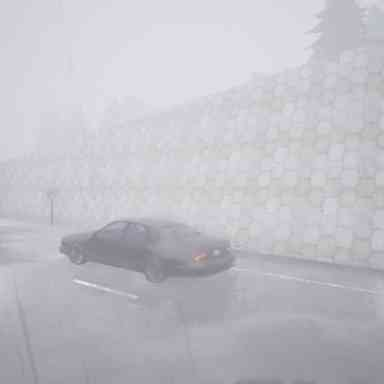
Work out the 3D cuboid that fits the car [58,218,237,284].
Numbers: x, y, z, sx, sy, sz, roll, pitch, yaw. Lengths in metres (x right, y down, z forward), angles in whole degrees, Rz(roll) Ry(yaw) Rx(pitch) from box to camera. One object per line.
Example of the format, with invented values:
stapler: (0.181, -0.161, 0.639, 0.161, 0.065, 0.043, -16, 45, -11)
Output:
car: (-1.452, 1.440, 9.310, 5.357, 1.411, 2.033, 1, 1, 35)
